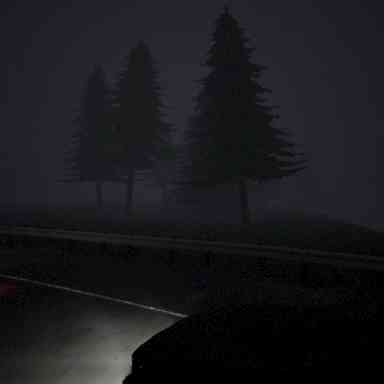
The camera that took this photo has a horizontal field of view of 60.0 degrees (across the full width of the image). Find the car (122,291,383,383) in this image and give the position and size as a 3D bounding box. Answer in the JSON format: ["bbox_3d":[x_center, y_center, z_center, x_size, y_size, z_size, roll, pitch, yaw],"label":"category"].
[{"bbox_3d":[1.956,1.548,2.388,5.357,1.411,2.033,0,0,35],"label":"car"}]

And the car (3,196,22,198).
[{"bbox_3d":[-39.234,1.524,74.155,1.812,1.442,4.674,0,0,5],"label":"car"}]

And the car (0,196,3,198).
[{"bbox_3d":[-42.751,1.540,73.718,2.033,1.411,5.357,0,0,5],"label":"car"}]
